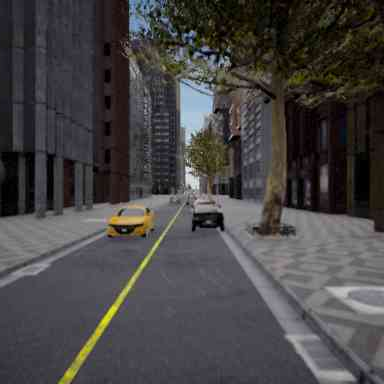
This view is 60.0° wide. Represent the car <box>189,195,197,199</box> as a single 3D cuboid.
[{"bbox_3d":[0.900,1.440,36.610,1.801,1.575,5.366,0,0,0],"label":"car"}]

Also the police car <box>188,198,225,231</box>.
[{"bbox_3d":[0.900,1.417,20.529,1.930,1.638,5.238,0,0,0],"label":"police car"}]

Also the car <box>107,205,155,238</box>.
[{"bbox_3d":[-3.099,1.471,17.718,1.882,1.535,5.008,0,0,0],"label":"car"}]

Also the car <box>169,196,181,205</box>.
[{"bbox_3d":[-3.034,1.466,59.913,2.128,1.511,4.902,0,0,1],"label":"car"}]

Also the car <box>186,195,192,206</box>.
[{"bbox_3d":[0.000,1.540,55.971,1.994,1.385,4.181,0,0,0],"label":"car"}]

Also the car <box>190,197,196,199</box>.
[{"bbox_3d":[0.900,1.465,30.419,1.882,1.535,5.008,0,0,0],"label":"car"}]

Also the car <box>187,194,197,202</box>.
[{"bbox_3d":[0.000,1.313,70.972,1.882,1.535,5.008,0,0,0],"label":"car"}]
